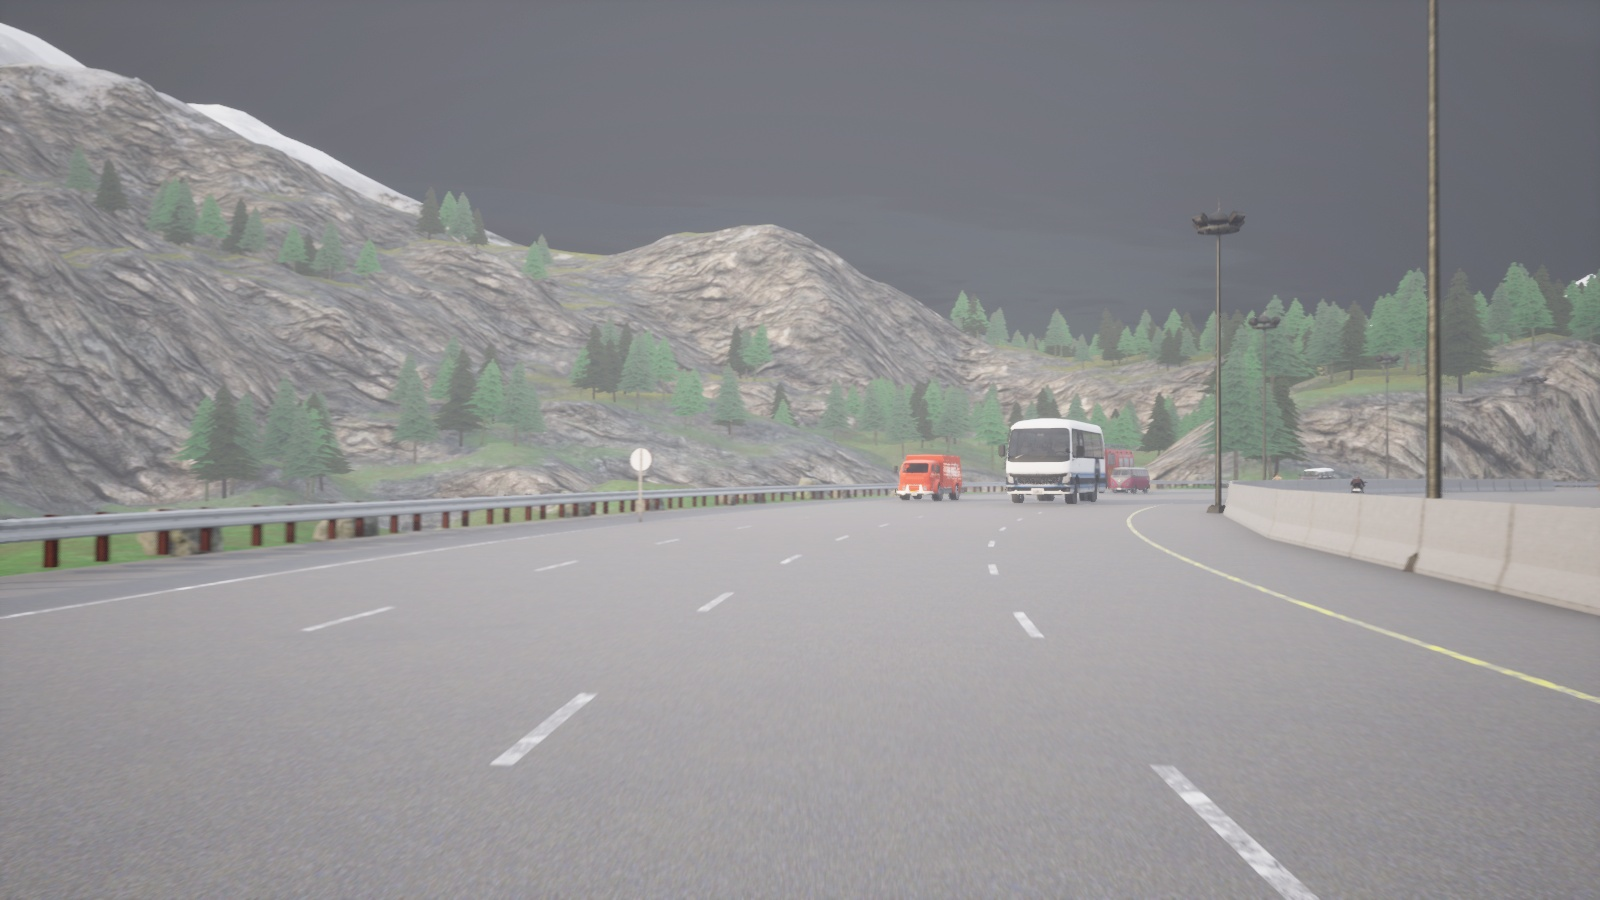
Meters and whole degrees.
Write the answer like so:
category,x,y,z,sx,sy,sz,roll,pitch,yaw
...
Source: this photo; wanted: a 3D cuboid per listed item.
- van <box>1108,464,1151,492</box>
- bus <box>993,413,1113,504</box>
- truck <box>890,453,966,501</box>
category,x,y,z,sx,sy,sz,roll,pitch,yaw
van,24.422,2.075,92.962,1.775,1.987,4.442,-1,-1,33
bus,13.146,0.488,64.324,3.944,4.253,10.273,-1,-1,23
truck,6.949,1.443,67.565,2.627,2.467,5.204,-1,-1,23
